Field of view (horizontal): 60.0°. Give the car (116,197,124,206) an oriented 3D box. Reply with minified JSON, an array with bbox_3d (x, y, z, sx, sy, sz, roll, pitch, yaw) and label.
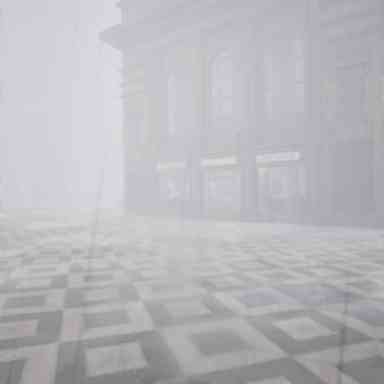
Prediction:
[{"bbox_3d":[-9.607,1.470,51.930,1.837,1.490,4.892,-1,0,36],"label":"car"}]
